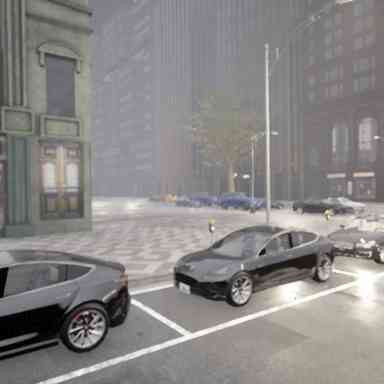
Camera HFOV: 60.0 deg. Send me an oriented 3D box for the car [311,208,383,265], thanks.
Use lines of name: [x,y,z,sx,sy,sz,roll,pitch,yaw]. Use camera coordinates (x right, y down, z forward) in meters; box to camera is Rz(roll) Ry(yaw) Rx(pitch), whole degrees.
car: [6.201,1.422,11.117,4.403,1.369,2.008,-1,0,-36]

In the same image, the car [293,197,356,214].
car: [11.328,1.250,29.410,1.882,1.535,5.008,-1,1,-37]

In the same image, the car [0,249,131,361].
car: [-2.957,1.565,4.544,4.313,1.339,1.947,-1,0,-36]

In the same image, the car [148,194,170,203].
car: [-6.952,1.313,66.058,1.812,1.442,4.674,-1,0,-36]

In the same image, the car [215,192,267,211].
car: [5.459,1.023,37.552,2.150,2.045,5.566,-1,0,-36]

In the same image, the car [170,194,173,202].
car: [-4.561,1.214,68.296,1.882,1.535,5.008,-1,0,-36]

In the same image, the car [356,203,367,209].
car: [13.966,1.245,31.314,1.812,1.442,4.674,-1,0,-33]

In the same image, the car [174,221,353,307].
car: [1.622,1.501,7.830,4.313,1.339,1.947,-1,0,-36]

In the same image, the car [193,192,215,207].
car: [2.094,1.001,47.798,2.150,2.045,5.566,-1,0,-36]

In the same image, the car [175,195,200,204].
car: [-0.809,1.232,57.597,1.882,1.535,5.008,-1,0,-35]

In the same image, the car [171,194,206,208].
car: [-0.572,1.358,45.937,1.812,1.442,4.674,-1,0,-35]

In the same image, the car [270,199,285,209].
car: [8.295,1.296,39.186,2.033,1.411,5.357,-1,0,-36]

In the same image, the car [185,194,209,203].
car: [0.828,1.184,60.868,1.882,1.535,5.008,-1,0,-35]
